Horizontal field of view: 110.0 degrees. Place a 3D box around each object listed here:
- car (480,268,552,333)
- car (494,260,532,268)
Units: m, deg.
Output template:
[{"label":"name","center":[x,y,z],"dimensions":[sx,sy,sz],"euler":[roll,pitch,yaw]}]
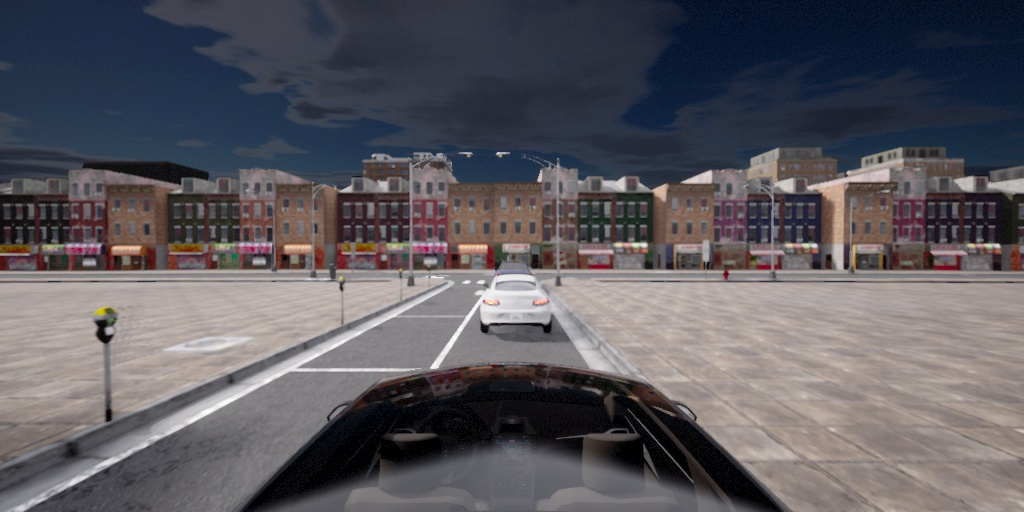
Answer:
[{"label":"car","center":[0.099,1.233,10.507],"dimensions":[1.812,1.442,4.674],"euler":[0,0,0]},{"label":"car","center":[0.055,1.014,19.783],"dimensions":[2.097,1.767,4.553],"euler":[0,0,-1]}]
